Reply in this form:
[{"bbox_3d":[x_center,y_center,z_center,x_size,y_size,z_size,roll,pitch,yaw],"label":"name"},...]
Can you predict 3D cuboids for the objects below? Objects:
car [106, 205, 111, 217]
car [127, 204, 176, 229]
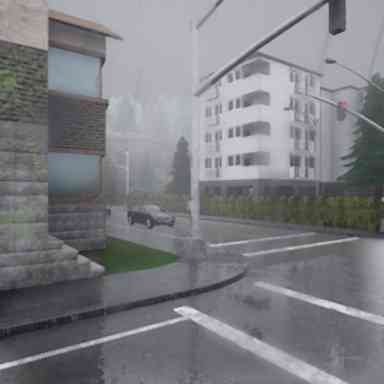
[{"bbox_3d":[-9.632,1.653,33.050,1.882,1.535,5.008,0,0,-35],"label":"car"},{"bbox_3d":[-2.985,1.680,23.686,1.837,1.490,4.892,0,0,-35],"label":"car"}]
